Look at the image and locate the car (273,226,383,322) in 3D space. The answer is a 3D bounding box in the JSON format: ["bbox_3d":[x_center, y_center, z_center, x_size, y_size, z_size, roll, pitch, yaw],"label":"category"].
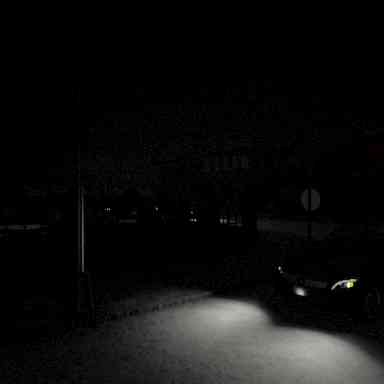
[{"bbox_3d":[3.847,1.526,7.351,4.674,1.442,1.812,0,0,-36],"label":"car"}]

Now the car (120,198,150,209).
[{"bbox_3d":[-7.927,1.547,45.987,2.033,1.411,5.357,0,0,-35],"label":"car"}]

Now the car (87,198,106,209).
[{"bbox_3d":[-13.222,1.526,46.269,1.812,1.442,4.674,0,0,-35],"label":"car"}]

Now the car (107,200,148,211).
[{"bbox_3d":[-7.465,1.547,38.115,2.033,1.411,5.357,0,0,-35],"label":"car"}]

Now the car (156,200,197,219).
[{"bbox_3d":[-1.427,1.505,29.629,1.837,1.490,4.892,0,0,-35],"label":"car"}]
